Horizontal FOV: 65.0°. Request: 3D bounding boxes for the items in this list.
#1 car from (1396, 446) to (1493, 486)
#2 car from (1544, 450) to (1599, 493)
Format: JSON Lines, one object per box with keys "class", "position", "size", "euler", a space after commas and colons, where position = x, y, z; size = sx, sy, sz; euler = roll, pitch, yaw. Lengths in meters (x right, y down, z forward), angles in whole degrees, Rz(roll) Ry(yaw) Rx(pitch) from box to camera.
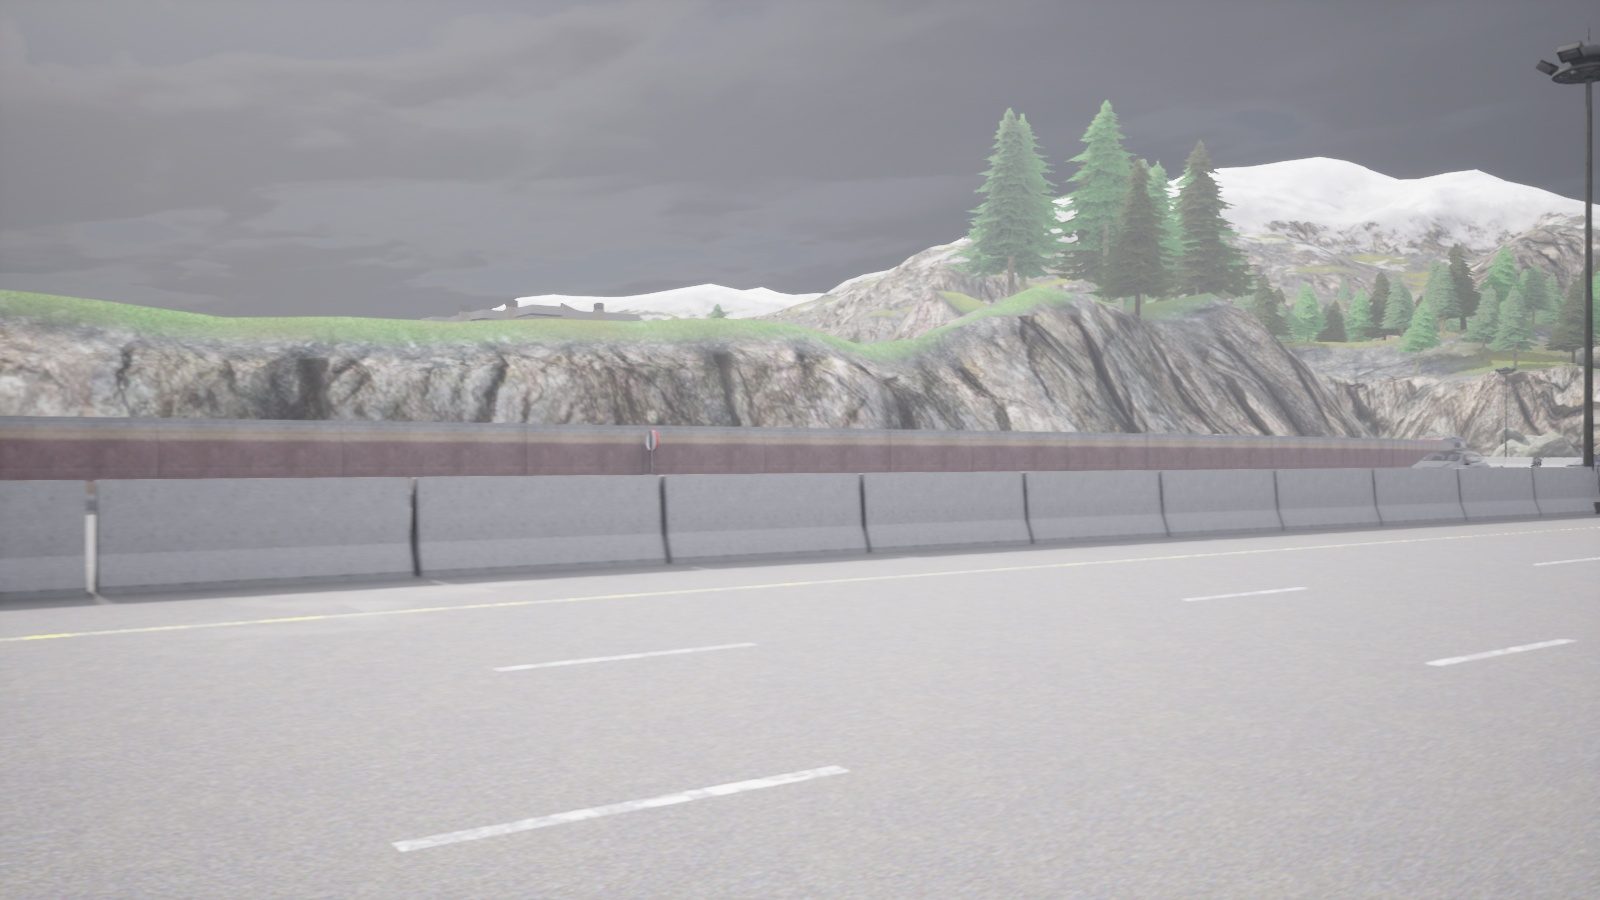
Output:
{"class": "car", "position": [27.938, 0.662, 54.371], "size": [4.611, 1.667, 2.242], "euler": [0, 0, -42]}
{"class": "car", "position": [29.698, 0.752, 46.606], "size": [4.902, 1.511, 2.128], "euler": [0, 0, -41]}
